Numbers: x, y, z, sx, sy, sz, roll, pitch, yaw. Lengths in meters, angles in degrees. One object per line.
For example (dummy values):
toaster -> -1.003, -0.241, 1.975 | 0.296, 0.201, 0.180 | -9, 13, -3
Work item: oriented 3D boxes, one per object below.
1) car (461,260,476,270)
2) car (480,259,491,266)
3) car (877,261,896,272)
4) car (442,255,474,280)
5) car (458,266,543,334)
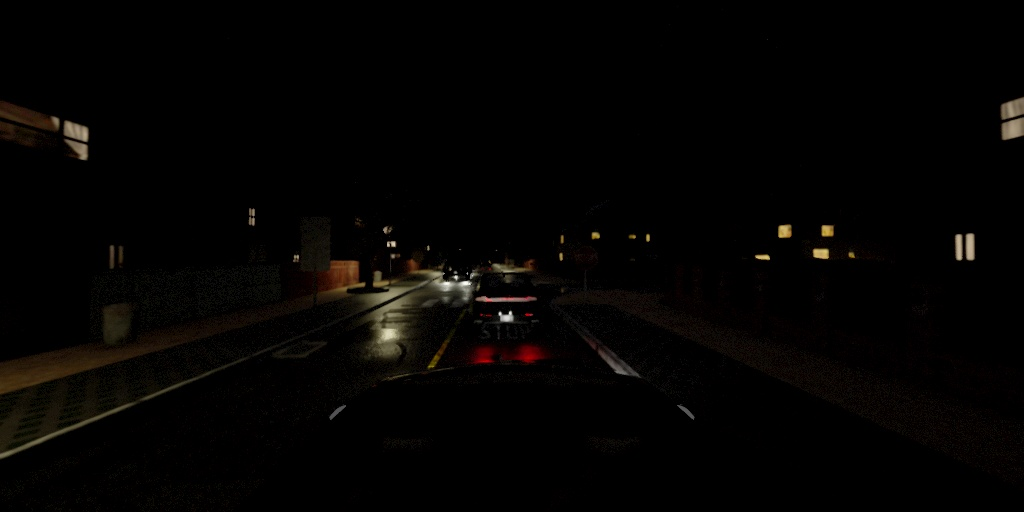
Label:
car -> -6.787, 1.331, 55.987 | 2.033, 1.411, 5.357 | 0, 0, -4
car -> -4.606, 1.345, 63.161 | 1.812, 1.442, 4.674 | 0, 0, -5
car -> 21.644, 1.024, 21.560 | 4.892, 1.490, 1.837 | 0, -1, -6
car -> -4.653, 0.931, 30.776 | 2.150, 2.045, 5.566 | 0, 0, -5
car -> -0.228, 1.219, 10.628 | 2.128, 1.511, 4.902 | 0, 0, -3
